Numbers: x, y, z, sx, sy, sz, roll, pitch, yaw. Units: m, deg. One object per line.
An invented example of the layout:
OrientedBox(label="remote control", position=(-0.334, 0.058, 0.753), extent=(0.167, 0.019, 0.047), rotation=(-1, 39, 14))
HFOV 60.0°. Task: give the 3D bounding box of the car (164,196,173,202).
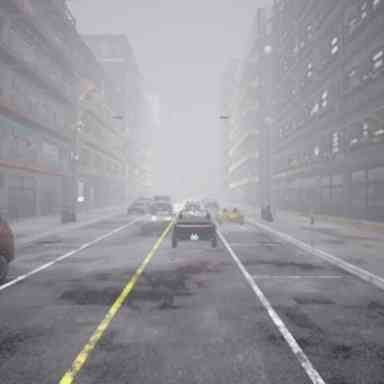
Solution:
OrientedBox(label="car", position=(-5.674, 1.728, 80.796), extent=(2.008, 1.369, 4.403), rotation=(1, 0, 0))

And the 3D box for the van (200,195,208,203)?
OrientedBox(label="van", position=(2.700, 1.505, 75.173), extent=(1.690, 1.788, 3.998), rotation=(1, 0, 0))

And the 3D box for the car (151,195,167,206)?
OrientedBox(label="car", position=(-5.677, 1.439, 58.058), extent=(2.192, 1.841, 5.009), rotation=(1, 0, 0))

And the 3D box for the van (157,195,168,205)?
OrientedBox(label="van", position=(-5.678, 1.478, 63.742), extent=(1.690, 1.788, 3.998), rotation=(1, 0, 0))

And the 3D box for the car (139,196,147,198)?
OrientedBox(label="car", position=(-5.675, 1.400, 41.004), extent=(2.192, 1.841, 5.009), rotation=(1, 0, 0))

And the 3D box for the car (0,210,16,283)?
OrientedBox(label="car", position=(-5.671, 1.329, 6.897), extent=(2.192, 1.841, 5.009), rotation=(1, 0, 0))

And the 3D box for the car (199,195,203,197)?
OrientedBox(label="car", position=(2.700, 1.577, 63.803), extent=(1.967, 1.590, 4.097), rotation=(1, 0, 0))

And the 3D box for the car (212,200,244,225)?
OrientedBox(label="car", position=(2.703, 1.574, 24.180), extent=(1.752, 1.417, 4.829), rotation=(1, 0, 0))

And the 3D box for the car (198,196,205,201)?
OrientedBox(label="car", position=(2.694, 1.788, 92.226), extent=(1.802, 1.307, 4.206), rotation=(1, 0, 0))

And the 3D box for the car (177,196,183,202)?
OrientedBox(label="car", position=(-3.008, 1.624, 75.793), extent=(2.033, 1.411, 5.357), rotation=(0, 0, 0))

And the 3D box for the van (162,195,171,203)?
OrientedBox(label="van", position=(-5.685, 1.505, 75.112), extent=(1.690, 1.788, 3.998), rotation=(1, 0, 0))

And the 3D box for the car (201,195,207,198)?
OrientedBox(label="car", position=(2.700, 1.637, 52.604), extent=(1.752, 1.417, 4.829), rotation=(1, 0, 0))

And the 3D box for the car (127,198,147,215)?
OrientedBox(label="car", position=(-5.680, 1.639, 35.319), extent=(1.947, 1.339, 4.313), rotation=(1, 0, 0))

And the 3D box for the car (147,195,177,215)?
OrientedBox(label="car", position=(-3.100, 1.293, 35.146), extent=(2.150, 2.045, 5.566), rotation=(0, 0, 0))

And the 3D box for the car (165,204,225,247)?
OrientedBox(label="car", position=(0.098, 1.522, 15.110), extent=(2.128, 1.511, 4.902), rotation=(0, 0, 0))

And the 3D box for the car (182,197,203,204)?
OrientedBox(label="car", position=(0.096, 1.688, 42.103), extent=(1.895, 1.301, 4.718), rotation=(0, 0, 0))

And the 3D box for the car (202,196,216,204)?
OrientedBox(label="car", position=(2.699, 1.664, 46.749), extent=(1.947, 1.339, 4.313), rotation=(1, 0, 0))
